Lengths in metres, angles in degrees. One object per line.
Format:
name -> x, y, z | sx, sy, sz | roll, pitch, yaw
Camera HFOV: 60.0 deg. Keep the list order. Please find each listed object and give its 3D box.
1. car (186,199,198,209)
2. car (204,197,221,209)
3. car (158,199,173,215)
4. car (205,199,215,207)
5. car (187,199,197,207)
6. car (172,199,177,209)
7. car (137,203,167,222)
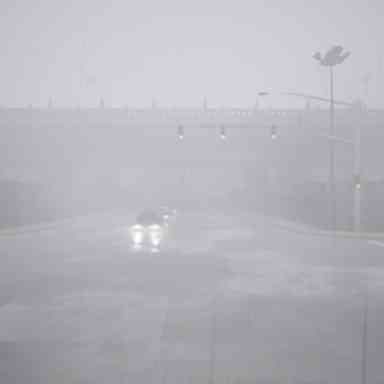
car -> 0.005, 1.928, 56.024 | 2.097, 1.767, 4.553 | 0, -1, 0
car -> 3.505, 1.792, 55.348 | 2.150, 2.045, 5.566 | 0, -1, 0
car -> -3.575, 1.935, 39.431 | 1.812, 1.442, 4.674 | 0, -1, 0
car -> 3.506, 2.203, 66.044 | 1.812, 1.442, 4.674 | 0, -1, 0
car -> 0.006, 2.154, 66.045 | 1.882, 1.535, 5.008 | 0, -1, 0
car -> -3.522, 1.913, 54.605 | 2.097, 1.767, 4.553 | 0, -1, 1
car -> -3.587, 1.908, 29.175 | 1.895, 1.301, 4.718 | 0, -1, 0
